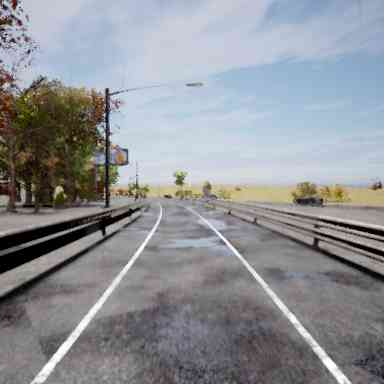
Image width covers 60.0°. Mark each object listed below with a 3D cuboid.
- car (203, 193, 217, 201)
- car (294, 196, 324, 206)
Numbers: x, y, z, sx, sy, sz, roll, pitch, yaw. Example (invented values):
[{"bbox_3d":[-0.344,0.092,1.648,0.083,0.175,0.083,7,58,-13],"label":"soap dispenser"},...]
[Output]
[{"bbox_3d":[4.244,1.248,78.997,2.097,1.767,4.553,0,0,-23],"label":"car"},{"bbox_3d":[16.946,1.269,48.540,2.128,1.511,4.902,0,0,-23],"label":"car"}]
